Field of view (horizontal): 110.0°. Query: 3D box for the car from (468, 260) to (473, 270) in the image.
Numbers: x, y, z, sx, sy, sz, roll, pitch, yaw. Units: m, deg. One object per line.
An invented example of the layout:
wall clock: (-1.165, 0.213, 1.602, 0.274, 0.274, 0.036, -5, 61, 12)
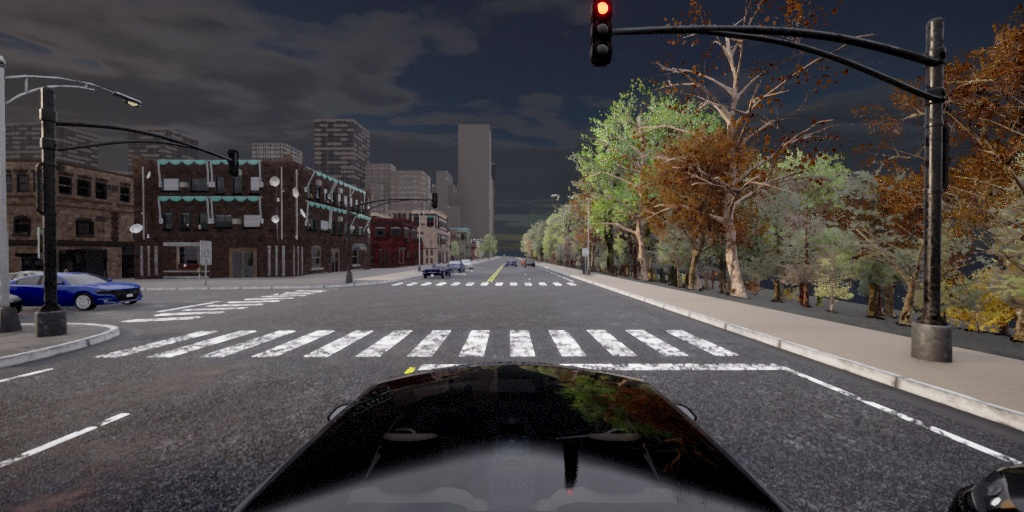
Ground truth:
car: (-6.825, 1.251, 53.314, 1.812, 1.442, 4.674, 0, 0, 0)

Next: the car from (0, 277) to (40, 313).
car: (-19.998, 1.563, 12.493, 4.313, 1.339, 1.948, 0, 0, 0)

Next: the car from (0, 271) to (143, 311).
car: (-18.751, 1.433, 15.209, 5.008, 1.535, 1.882, -1, 1, -1)

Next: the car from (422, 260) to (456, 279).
car: (-6.741, 1.337, 32.873, 1.895, 1.301, 4.718, 0, 0, 2)

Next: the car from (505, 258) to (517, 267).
car: (-0.203, 1.071, 63.995, 2.097, 1.767, 4.553, 0, 0, 0)

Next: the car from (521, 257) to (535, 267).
car: (3.052, 1.224, 63.212, 1.837, 1.490, 4.892, 0, 0, 0)

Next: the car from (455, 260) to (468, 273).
car: (-6.786, 1.256, 43.044, 1.812, 1.442, 4.674, 0, 0, 0)

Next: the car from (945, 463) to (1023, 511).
car: (3.363, 1.314, 0.173, 1.994, 1.385, 4.181, 0, 0, -1)
